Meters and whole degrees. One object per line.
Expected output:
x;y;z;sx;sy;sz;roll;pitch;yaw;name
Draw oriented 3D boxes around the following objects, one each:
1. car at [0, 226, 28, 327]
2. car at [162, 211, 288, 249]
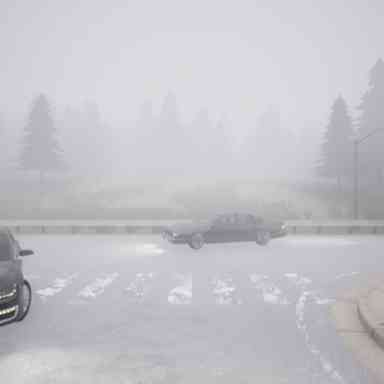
-4.456;1.505;6.731;1.837;1.490;4.892;0;0;-28;car
1.461;1.548;14.370;5.357;1.411;2.033;0;0;-20;car
